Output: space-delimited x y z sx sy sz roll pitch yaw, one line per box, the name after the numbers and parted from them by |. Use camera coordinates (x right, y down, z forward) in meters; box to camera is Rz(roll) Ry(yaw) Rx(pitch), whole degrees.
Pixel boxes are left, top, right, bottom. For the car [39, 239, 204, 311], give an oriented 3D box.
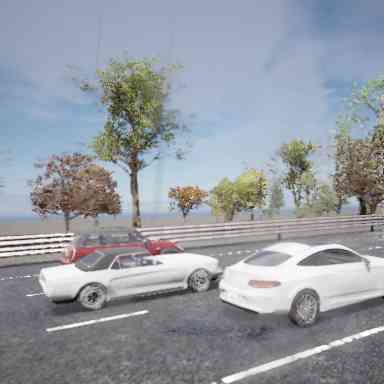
-1.554 2.170 9.136 4.718 1.301 1.895 0 -4 -29 | car

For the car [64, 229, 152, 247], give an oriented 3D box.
-2.534 2.162 12.592 4.553 1.767 2.097 0 -4 -29 | car

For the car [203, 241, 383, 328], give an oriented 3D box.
2.798 1.835 7.538 4.674 1.442 1.812 0 -4 -29 | car
